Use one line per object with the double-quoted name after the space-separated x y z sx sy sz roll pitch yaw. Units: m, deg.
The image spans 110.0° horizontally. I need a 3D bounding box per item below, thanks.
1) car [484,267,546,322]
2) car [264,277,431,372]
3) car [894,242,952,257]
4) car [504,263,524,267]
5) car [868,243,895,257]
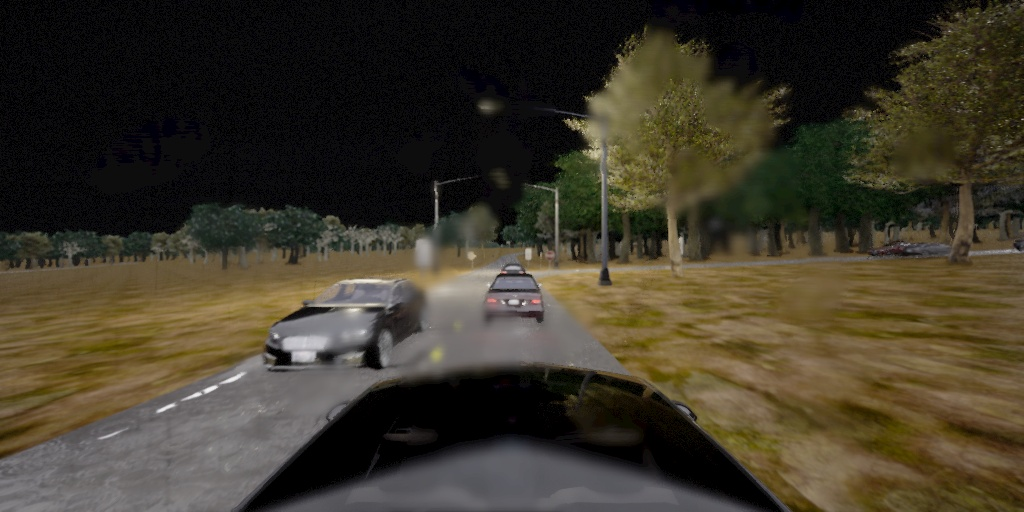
0.085 1.279 12.146 2.033 1.411 5.357 0 0 0 "car"
-3.096 1.231 7.779 2.128 1.511 4.902 0 0 0 "car"
41.752 -0.671 35.955 4.181 1.385 1.994 -3 0 -1 "car"
0.132 1.234 25.341 1.812 1.442 4.674 0 0 2 "car"
41.696 -0.725 39.055 4.674 1.442 1.812 -2 0 0 "car"
